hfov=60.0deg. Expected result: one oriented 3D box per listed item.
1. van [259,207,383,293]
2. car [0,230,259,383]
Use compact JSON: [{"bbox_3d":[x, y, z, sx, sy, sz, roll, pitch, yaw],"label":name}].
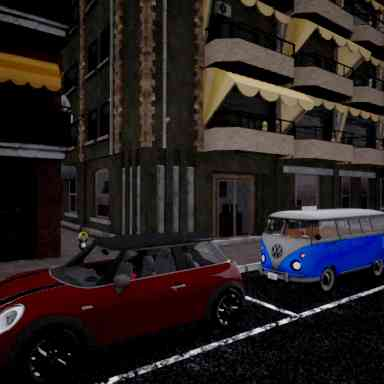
[{"bbox_3d":[3.494,1.342,8.582,3.998,1.788,1.690,0,0,-35],"label":"van"},{"bbox_3d":[-1.140,1.440,5.280,4.097,1.590,1.967,0,0,-35],"label":"car"}]
